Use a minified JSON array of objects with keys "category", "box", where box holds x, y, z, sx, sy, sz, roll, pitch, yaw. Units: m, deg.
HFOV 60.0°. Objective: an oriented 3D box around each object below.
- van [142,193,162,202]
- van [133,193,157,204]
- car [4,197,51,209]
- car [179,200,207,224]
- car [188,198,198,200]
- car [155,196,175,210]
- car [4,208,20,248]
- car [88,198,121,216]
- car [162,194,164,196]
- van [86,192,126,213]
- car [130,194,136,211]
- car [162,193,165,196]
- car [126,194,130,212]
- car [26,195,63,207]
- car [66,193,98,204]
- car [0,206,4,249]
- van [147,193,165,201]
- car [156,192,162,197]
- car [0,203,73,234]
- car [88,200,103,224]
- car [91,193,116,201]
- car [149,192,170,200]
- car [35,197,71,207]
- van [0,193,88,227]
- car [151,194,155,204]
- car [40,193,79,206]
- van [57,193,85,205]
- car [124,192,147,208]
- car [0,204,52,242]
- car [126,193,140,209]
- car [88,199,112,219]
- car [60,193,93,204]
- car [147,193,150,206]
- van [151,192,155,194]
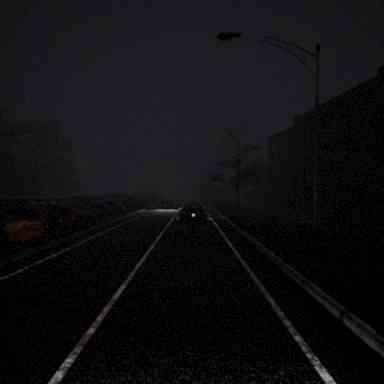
[{"category":"van","box":[-9.071,1.242,75.552,4.442,1.987,1.878,0,0,0]},{"category":"van","box":[-9.057,1.273,64.332,4.442,1.987,1.878,0,0,0]},{"category":"car","box":[-21.810,1.480,44.296,5.366,1.575,1.946,0,0,0]},{"category":"car","box":[0.103,1.554,24.671,1.994,1.385,4.181,0,0,0]},{"category":"car","box":[0.105,1.527,41.505,1.812,1.442,4.674,0,0,0]},{"category":"car","box":[-3.331,1.567,43.990,1.994,1.385,4.181,0,0,0]},{"category":"car","box":[-8.869,1.453,11.074,5.008,1.535,2.097,0,0,0]},{"category":"car","box":[-8.889,1.466,27.891,5.008,1.535,2.097,0,0,0]},{"category":"car","box":[-8.944,1.530,69.943,4.674,1.452,2.002,0,0,0]},{"category":"van","box":[-8.782,1.243,30.694,4.442,1.987,1.878,0,0,0]},{"category":"car","box":[-8.874,1.348,36.301,4.553,1.767,2.185,0,0,0]},{"category":"car","box":[-8.980,1.512,72.751,4.792,1.488,2.163,0,0,0]},{"category":"car","box":[-8.933,1.346,33.497,4.553,1.767,2.185,0,0,0]},{"category":"car","box":[-22.033,1.362,49.846,4.553,1.767,2.185,0,0,0]},{"category":"car","box":[-21.994,1.246,66.503,5.566,2.045,2.435,0,0,0]},{"category":"car","box":[-3.350,1.219,1.184,2.150,2.045,5.566,0,0,0]},{"category":"van","box":[-9.081,1.189,83.964,4.442,1.987,1.878,0,0,0]},{"category":"car","box":[-8.909,1.245,61.531,5.566,2.045,2.435,0,0,0]},{"category":"car","box":[-8.910,1.486,16.677,4.792,1.488,2.163,0,0,0]},{"category":"car","box":[-8.859,1.491,22.284,4.792,1.488,2.163,0,0,0]},{"category":"car","box":[-22.014,1.171,83.161,5.566,2.045,2.435,0,0,0]},{"category":"car","box":[-8.947,1.105,92.374,5.566,2.045,2.435,0,0,0]},{"category":"car","box":[-21.977,1.520,52.623,4.792,1.488,2.163,0,0,0]},{"category":"van","box":[-8.768,1.233,19.481,4.442,1.987,1.878,0,0,0]},{"category":"car","box":[-8.920,1.490,53.120,4.892,1.521,2.231,0,0,0]},{"category":"car","box":[-22.037,1.241,55.399,5.566,2.045,2.435,0,0,0]},{"category":"van","box":[-22.132,1.272,60.950,4.442,1.987,1.878,0,0,0]},{"category":"car","box":[-8.884,1.228,41.907,5.566,2.045,2.435,0,0,0]},{"category":"car","box":[-9.063,1.451,13.874,5.366,1.575,1.946,0,0,0]},{"category":"car","box":[-8.877,1.351,39.104,4.553,1.767,2.185,0,0,0]},{"category":"car","box":[-8.862,1.494,25.088,4.792,1.488,2.163,0,0,0]},{"category":"car","box":[-22.048,1.248,63.726,5.566,2.045,2.435,0,0,0]},{"category":"car","box":[-8.887,1.230,44.711,5.566,2.045,2.435,0,0,0]},{"category":"van","box":[-9.046,1.265,55.924,4.442,1.987,1.878,0,0,0]}]
